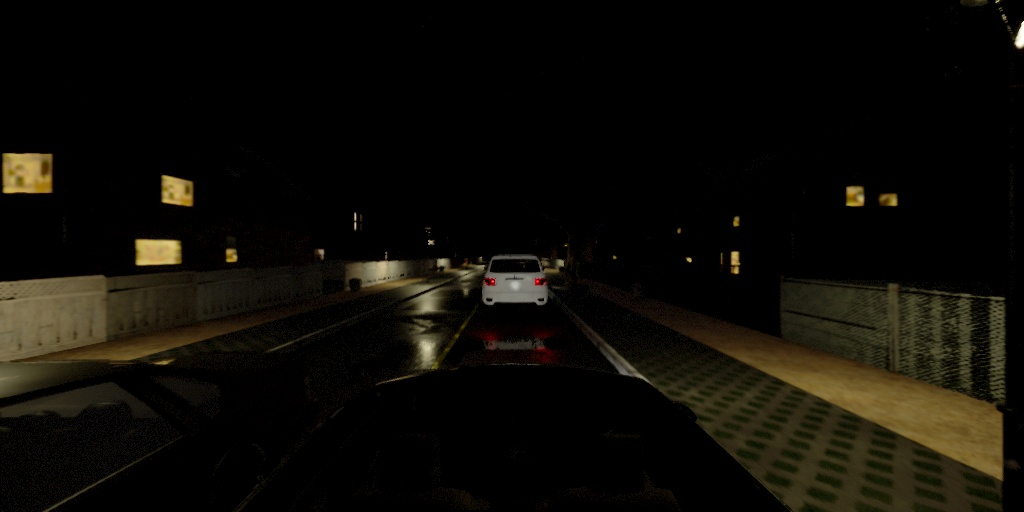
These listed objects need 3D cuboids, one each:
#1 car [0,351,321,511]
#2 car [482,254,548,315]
[{"bbox_3d":[-2.851,1.298,1.269,2.033,1.411,5.357,0,0,0],"label":"car"},{"bbox_3d":[0.099,0.960,13.673,2.150,2.045,5.566,0,0,0],"label":"car"}]
